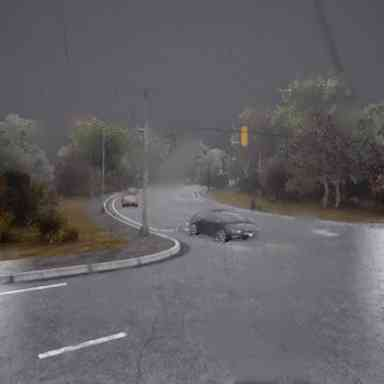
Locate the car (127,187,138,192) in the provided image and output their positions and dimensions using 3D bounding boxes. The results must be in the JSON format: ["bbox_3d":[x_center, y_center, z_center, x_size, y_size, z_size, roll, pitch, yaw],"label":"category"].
[{"bbox_3d":[-11.809,-0.113,65.465,1.837,1.490,4.892,1,3,-4],"label":"car"}]

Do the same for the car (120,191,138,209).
[{"bbox_3d":[-7.702,1.140,40.717,1.882,1.535,5.008,1,2,-15],"label":"car"}]

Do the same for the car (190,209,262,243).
[{"bbox_3d":[1.534,1.658,16.881,1.837,1.490,4.892,1,0,-27],"label":"car"}]
